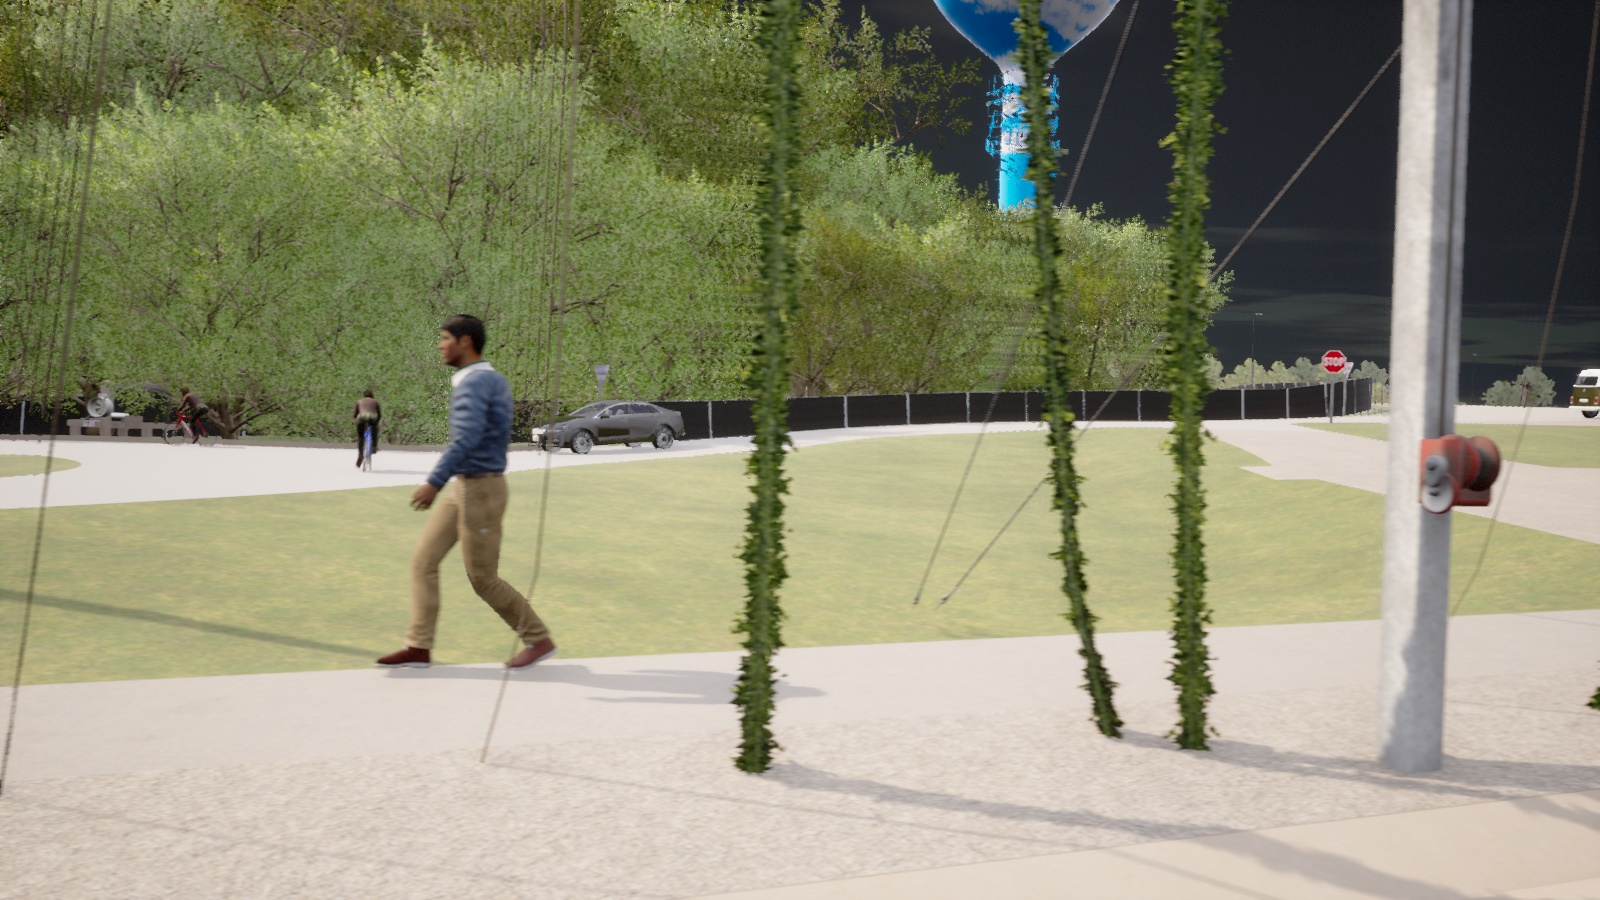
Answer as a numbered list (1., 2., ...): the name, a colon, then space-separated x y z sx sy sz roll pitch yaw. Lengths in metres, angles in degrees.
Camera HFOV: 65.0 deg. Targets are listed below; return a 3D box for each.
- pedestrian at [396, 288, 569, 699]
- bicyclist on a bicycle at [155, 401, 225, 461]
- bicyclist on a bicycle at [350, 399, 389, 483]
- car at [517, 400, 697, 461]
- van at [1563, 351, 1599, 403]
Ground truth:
1. pedestrian: -1.574 0.210 6.260 0.788 1.949 0.423 1 0 -13
2. bicyclist on a bicycle: -16.652 -0.517 34.290 1.656 1.620 0.582 0 1 10
3. bicyclist on a bicycle: -8.599 -0.188 25.126 0.582 1.620 1.656 -1 1 -14
4. car: -5.692 -0.631 37.484 4.902 1.511 2.128 -5 4 -42
5. van: 33.608 -3.007 50.675 4.480 2.038 2.069 -2 3 -6
